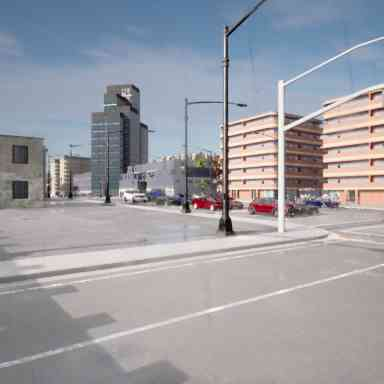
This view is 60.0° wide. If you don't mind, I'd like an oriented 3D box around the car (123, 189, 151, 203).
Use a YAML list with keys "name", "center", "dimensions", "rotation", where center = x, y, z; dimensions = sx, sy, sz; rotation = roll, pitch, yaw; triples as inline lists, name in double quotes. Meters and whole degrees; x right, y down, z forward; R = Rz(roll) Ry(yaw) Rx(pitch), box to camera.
- name: "car"
  center: [-9.121, 0.627, 53.177]
  dimensions: [2.150, 2.045, 5.566]
  rotation: [0, 1, -33]

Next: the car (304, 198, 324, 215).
- name: "car"
  center: [9.496, 1.412, 32.090]
  dimensions: [2.033, 1.411, 5.357]
  rotation: [0, 1, -35]

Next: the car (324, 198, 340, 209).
- name: "car"
  center: [15.881, 1.402, 41.664]
  dimensions: [1.895, 1.301, 4.718]
  rotation: [0, 1, -34]

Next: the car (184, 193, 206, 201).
- name: "car"
  center: [0.439, 0.942, 64.124]
  dimensions: [1.895, 1.301, 4.718]
  rotation: [0, 1, -34]

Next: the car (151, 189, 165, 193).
- name: "car"
  center: [-7.565, 0.334, 69.601]
  dimensions: [2.150, 2.045, 5.566]
  rotation: [0, 1, -34]

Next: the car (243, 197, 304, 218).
- name: "car"
  center: [7.115, 1.231, 29.382]
  dimensions: [2.097, 1.767, 4.553]
  rotation: [0, 1, -34]

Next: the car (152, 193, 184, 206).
- name: "car"
  center: [-3.156, 1.157, 44.400]
  dimensions: [1.994, 1.385, 4.181]
  rotation: [0, 1, -34]

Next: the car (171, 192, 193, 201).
- name: "car"
  center: [-1.907, 0.862, 61.431]
  dimensions: [1.837, 1.490, 4.892]
  rotation: [0, 1, -34]

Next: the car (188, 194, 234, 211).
- name: "car"
  center: [1.968, 1.228, 36.891]
  dimensions: [1.882, 1.535, 5.008]
  rotation: [0, 1, -34]

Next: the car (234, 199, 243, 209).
- name: "car"
  center: [4.148, 1.256, 39.910]
  dimensions: [1.812, 1.442, 4.674]
  rotation: [0, 1, -34]

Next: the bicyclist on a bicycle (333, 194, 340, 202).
- name: "bicyclist on a bicycle"
  center: [19.983, 1.093, 45.971]
  dimensions: [1.656, 1.620, 0.582]
  rotation: [0, 1, -34]

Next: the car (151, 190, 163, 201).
- name: "car"
  center: [-7.294, 0.876, 56.724]
  dimensions: [1.837, 1.490, 4.892]
  rotation: [0, 1, -34]
